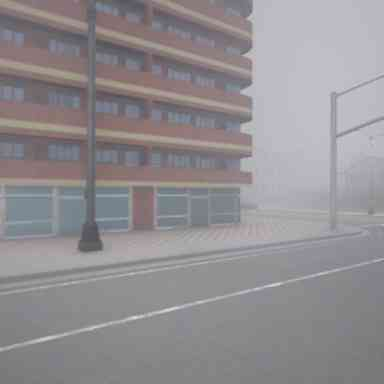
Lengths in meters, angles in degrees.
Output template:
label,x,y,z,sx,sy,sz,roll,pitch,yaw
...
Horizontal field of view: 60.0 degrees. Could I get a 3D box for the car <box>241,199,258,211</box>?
label,x,y,z,sx,sy,sz,roll,pitch,yaw
car,6.402,1.651,42.656,1.812,1.442,4.674,0,0,-35
